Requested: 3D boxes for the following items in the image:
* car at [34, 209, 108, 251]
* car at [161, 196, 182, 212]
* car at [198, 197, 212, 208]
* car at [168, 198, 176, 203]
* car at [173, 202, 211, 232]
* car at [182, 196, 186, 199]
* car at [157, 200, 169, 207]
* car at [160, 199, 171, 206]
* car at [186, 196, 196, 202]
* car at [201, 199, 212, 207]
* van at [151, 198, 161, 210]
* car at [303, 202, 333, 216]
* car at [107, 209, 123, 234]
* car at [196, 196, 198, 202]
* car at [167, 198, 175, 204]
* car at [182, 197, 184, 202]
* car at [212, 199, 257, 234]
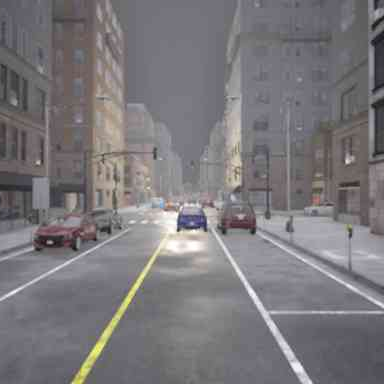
[{"bbox_3d":[-5.388,1.683,14.855,1.887,1.381,4.507,0,-1,0],"label":"car"},{"bbox_3d":[-2.800,1.771,45.943,2.097,1.767,4.553,0,-1,-2],"label":"car"},{"bbox_3d":[2.705,1.839,57.737,2.192,1.841,5.009,0,-1,0],"label":"car"},{"bbox_3d":[-5.398,2.364,90.170,2.008,1.369,4.403,0,-1,0],"label":"car"},{"bbox_3d":[-0.005,1.677,21.546,1.882,1.535,5.008,0,0,0],"label":"car"},{"bbox_3d":[-2.750,2.120,70.949,1.882,1.535,5.008,0,-1,0],"label":"car"},{"bbox_3d":[-5.405,2.138,63.139,1.947,1.339,4.313,0,-1,0],"label":"car"},{"bbox_3d":[-5.404,2.165,68.546,1.887,1.381,4.507,0,-1,0],"label":"car"},{"bbox_3d":[0.000,2.115,84.155,2.097,1.767,4.553,0,-1,0],"label":"car"},{"bbox_3d":[2.700,2.123,63.141,2.008,1.369,4.403,0,-1,0],"label":"car"},{"bbox_3d":[-5.408,1.817,52.329,1.690,1.788,3.998,0,-1,0],"label":"van"},{"bbox_3d":[14.210,1.780,35.242,4.674,1.442,1.812,-1,0,-2],"label":"car"},{"bbox_3d":[-5.388,1.754,20.365,1.947,1.339,4.313,0,-1,0],"label":"car"},{"bbox_3d":[2.685,2.032,79.361,2.192,1.841,5.009,0,-1,0],"label":"car"},{"bbox_3d":[-5.399,2.289,84.595,1.752,1.417,4.829,0,-1,0],"label":"car"},{"bbox_3d":[-2.857,2.067,57.174,2.033,1.411,5.357,0,-1,-4],"label":"car"},{"bbox_3d":[2.637,1.503,20.367,2.192,1.841,5.009,0,-1,0],"label":"car"}]
